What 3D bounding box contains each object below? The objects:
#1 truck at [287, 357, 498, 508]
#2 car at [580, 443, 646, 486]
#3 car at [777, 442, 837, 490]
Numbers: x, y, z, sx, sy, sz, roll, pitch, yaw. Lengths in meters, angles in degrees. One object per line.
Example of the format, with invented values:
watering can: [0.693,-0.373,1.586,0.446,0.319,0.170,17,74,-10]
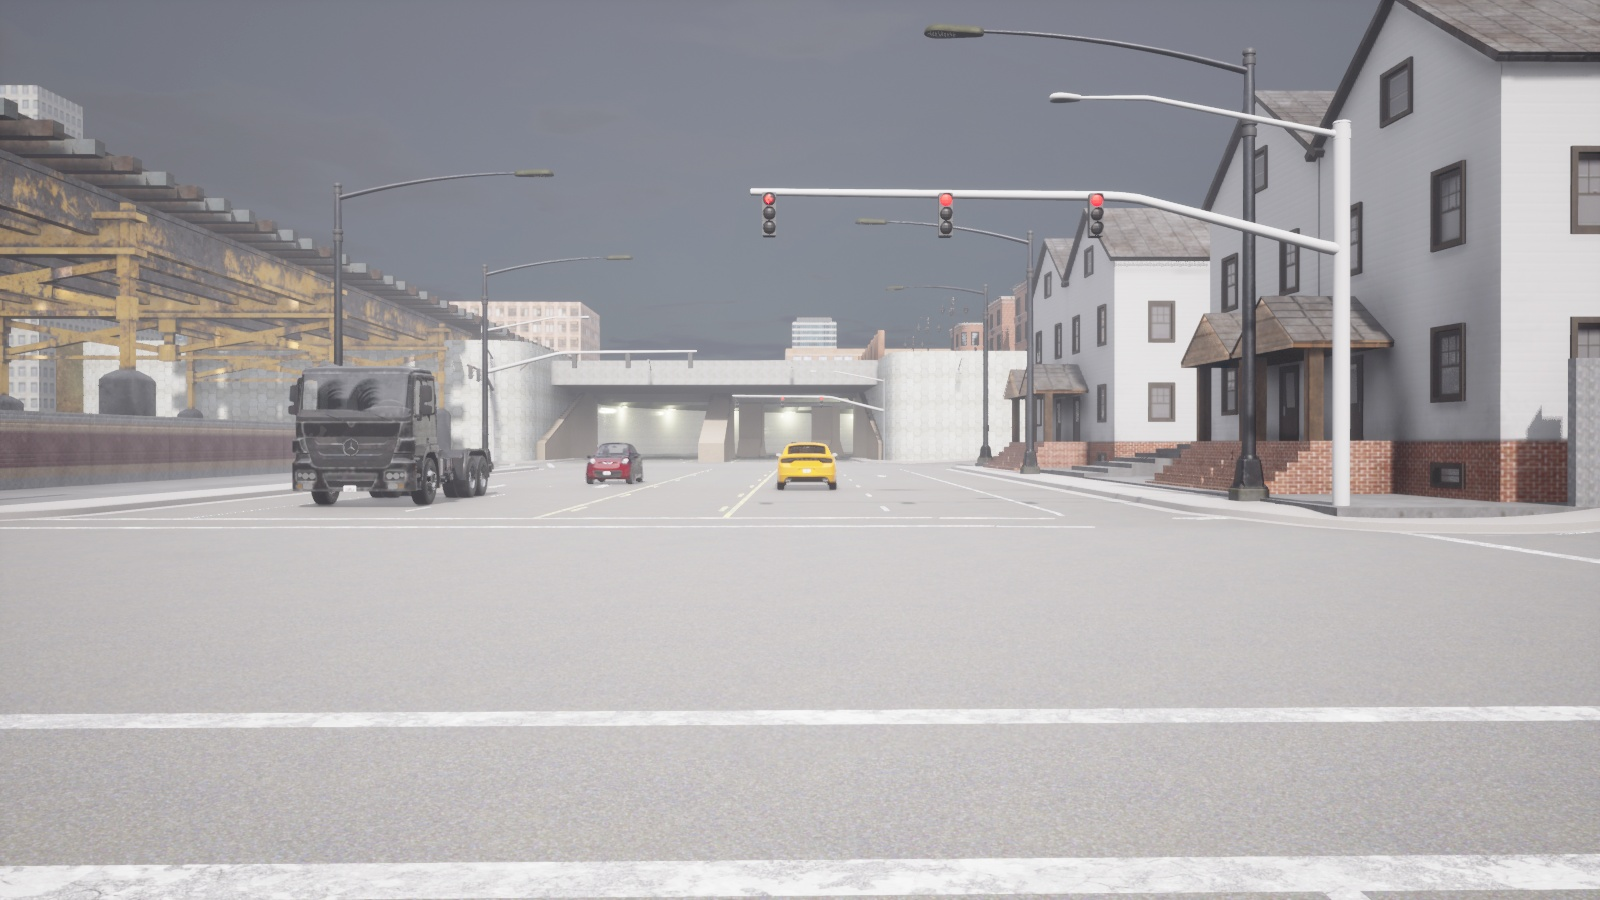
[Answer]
truck: [-10.319,-0.430,32.823,2.891,3.462,7.936,0,0,0]
car: [-6.754,0.497,45.740,1.845,1.501,3.633,0,0,0]
car: [0.226,0.488,41.914,1.882,1.535,5.008,0,0,0]
